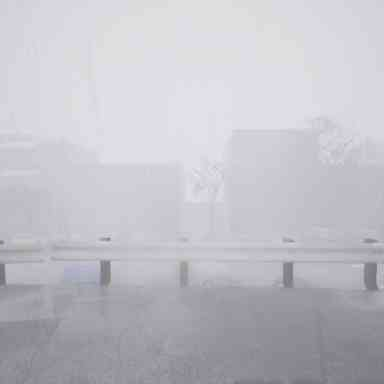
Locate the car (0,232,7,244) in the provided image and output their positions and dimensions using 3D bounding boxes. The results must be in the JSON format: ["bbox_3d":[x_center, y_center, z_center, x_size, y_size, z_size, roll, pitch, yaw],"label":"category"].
[{"bbox_3d":[-18.037,4.439,30.491,2.097,1.535,5.008,0,0,-18],"label":"car"}]

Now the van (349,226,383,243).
[{"bbox_3d":[14.466,4.218,29.685,1.878,1.987,4.442,0,0,-18],"label":"van"}]

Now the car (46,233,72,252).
[{"bbox_3d":[-12.110,4.440,30.326,2.097,1.535,5.008,0,0,-18],"label":"car"}]

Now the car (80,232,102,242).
[{"bbox_3d":[-9.222,4.438,30.415,1.946,1.575,5.366,0,0,-18],"label":"car"}]

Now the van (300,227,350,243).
[{"bbox_3d":[11.508,4.218,29.769,1.878,1.987,4.442,0,0,-18],"label":"van"}]

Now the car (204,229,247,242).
[{"bbox_3d":[2.666,4.318,29.938,2.185,1.767,4.553,0,0,-18],"label":"car"}]

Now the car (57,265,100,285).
[{"bbox_3d":[-4.389,4.404,13.124,2.435,2.045,5.566,0,1,-18],"label":"car"}]

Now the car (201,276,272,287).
[{"bbox_3d":[1.636,4.529,13.013,2.185,1.767,4.553,0,2,-18],"label":"car"}]

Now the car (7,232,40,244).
[{"bbox_3d":[-15.137,4.437,30.582,1.946,1.575,5.366,0,0,-18],"label":"car"}]

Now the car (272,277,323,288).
[{"bbox_3d":[4.665,4.530,12.936,2.185,1.767,4.553,0,1,-18],"label":"car"}]

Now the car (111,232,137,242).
[{"bbox_3d":[-6.182,4.471,30.135,2.163,1.488,4.792,0,0,-18],"label":"car"}]

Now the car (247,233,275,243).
[{"bbox_3d":[5.639,4.444,29.825,2.231,1.521,4.892,0,0,-19],"label":"car"}]
